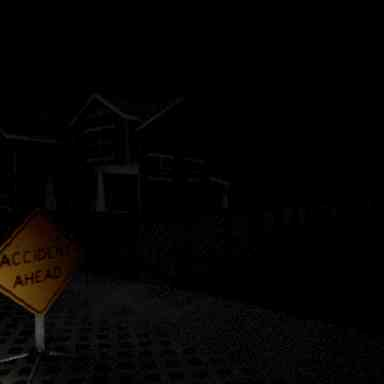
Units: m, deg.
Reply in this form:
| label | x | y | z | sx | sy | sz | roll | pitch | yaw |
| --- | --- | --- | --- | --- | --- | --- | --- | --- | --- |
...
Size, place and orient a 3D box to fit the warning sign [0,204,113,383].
| label | x | y | z | sx | sy | sz | roll | pitch | yaw |
| --- | --- | --- | --- | --- | --- | --- | --- | --- | --- |
| warning sign | -1.815 | 1.103 | 3.938 | 1.060 | 1.860 | 1.300 | -1 | 0 | 35 |
